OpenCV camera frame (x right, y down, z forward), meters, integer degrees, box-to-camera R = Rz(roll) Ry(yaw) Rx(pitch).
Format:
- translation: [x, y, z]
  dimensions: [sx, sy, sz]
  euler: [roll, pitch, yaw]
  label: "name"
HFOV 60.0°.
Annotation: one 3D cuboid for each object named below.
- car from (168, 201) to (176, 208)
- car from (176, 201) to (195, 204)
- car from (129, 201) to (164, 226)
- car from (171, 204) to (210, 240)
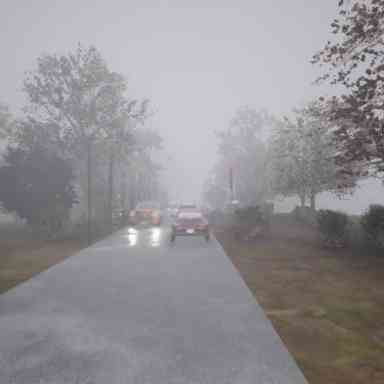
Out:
- translation: [-3.658, 2.469, 64.659]
  dimensions: [1.812, 1.442, 4.674]
  euler: [0, -2, 0]
  label: "car"
- translation: [-0.409, 1.728, 35.228]
  dimensions: [1.882, 1.535, 5.008]
  euler: [0, -1, -1]
  label: "car"
- translation: [-3.193, 1.452, 23.924]
  dimensions: [2.097, 1.767, 4.553]
  euler: [0, -1, -1]
  label: "car"
- translation: [-0.104, 1.570, 17.010]
  dimensions: [1.812, 1.442, 4.674]
  euler: [0, 0, -1]
  label: "car"
